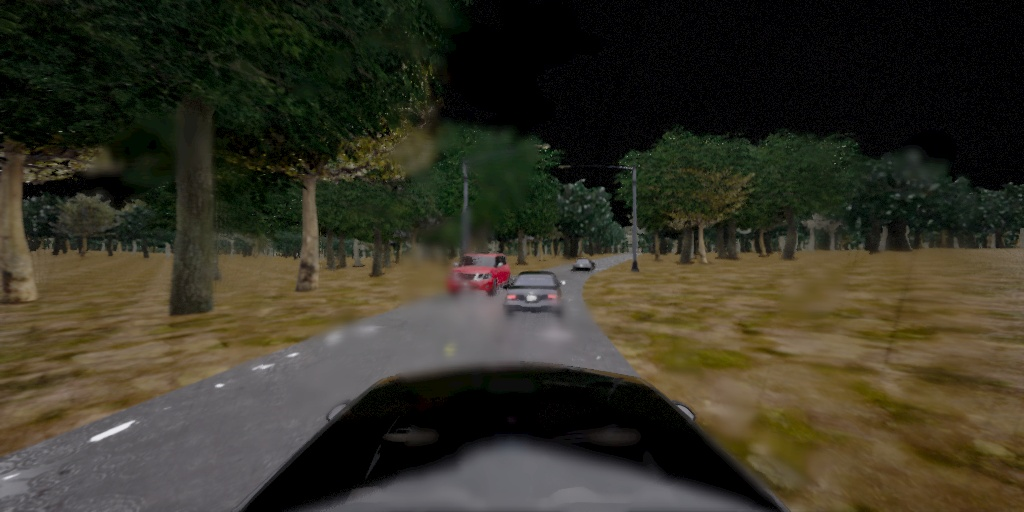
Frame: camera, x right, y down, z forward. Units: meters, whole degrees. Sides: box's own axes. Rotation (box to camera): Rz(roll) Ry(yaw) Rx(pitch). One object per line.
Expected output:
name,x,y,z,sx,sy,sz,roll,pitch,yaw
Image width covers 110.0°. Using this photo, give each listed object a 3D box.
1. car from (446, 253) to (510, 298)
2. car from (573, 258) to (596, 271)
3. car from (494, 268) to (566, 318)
car,-1.484,0.876,18.262,2.150,2.045,5.566,0,0,10
car,7.910,0.911,39.136,1.994,1.385,4.181,0,1,21
car,0.915,1.238,12.804,2.033,1.411,5.357,0,0,7
